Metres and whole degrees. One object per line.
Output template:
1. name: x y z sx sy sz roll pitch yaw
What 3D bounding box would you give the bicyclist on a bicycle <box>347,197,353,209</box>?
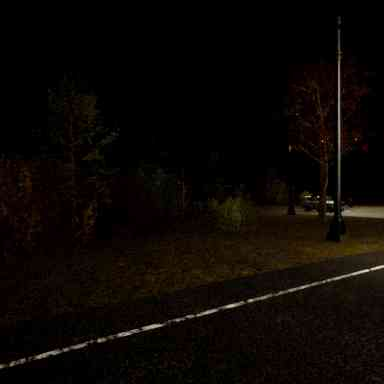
1. bicyclist on a bicycle: 22.202 1.577 46.805 1.656 1.620 0.582 0 0 -31

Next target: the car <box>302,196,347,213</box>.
1. car: 16.459 1.509 41.576 2.150 2.045 5.566 -2 0 -31
